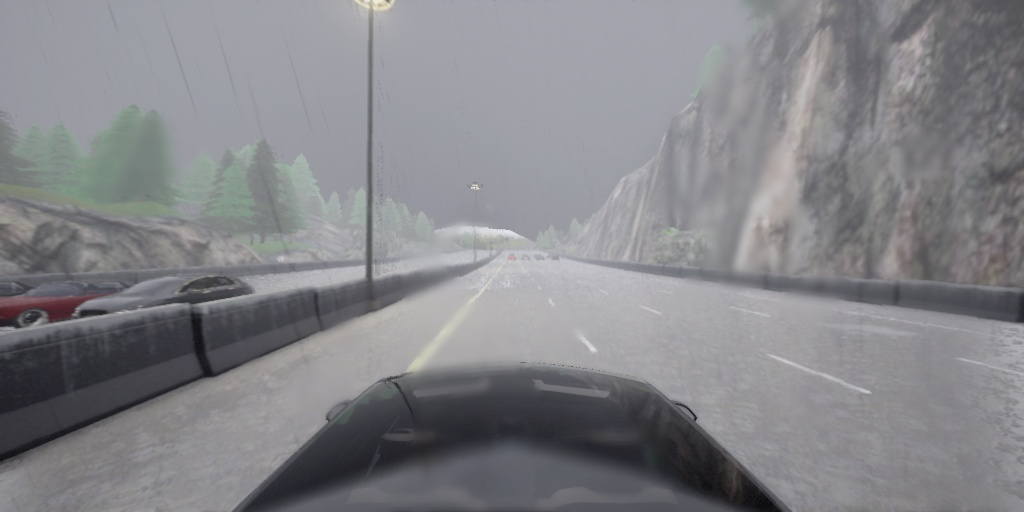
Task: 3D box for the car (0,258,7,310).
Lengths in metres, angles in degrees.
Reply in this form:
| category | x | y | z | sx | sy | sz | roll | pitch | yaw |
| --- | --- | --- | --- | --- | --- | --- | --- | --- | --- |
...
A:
| category | x | y | z | sx | sy | sz | roll | pitch | yaw |
| --- | --- | --- | --- | --- | --- | --- | --- | --- | --- |
| car | -20.998 | 1.086 | 11.349 | 2.150 | 2.045 | 5.566 | 0 | 0 | 0 |

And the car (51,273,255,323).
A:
| category | x | y | z | sx | sy | sz | roll | pitch | yaw |
| --- | --- | --- | --- | --- | --- | --- | --- | --- | --- |
| car | -10.498 | 1.340 | 11.377 | 1.837 | 1.490 | 4.892 | 0 | 0 | 0 |

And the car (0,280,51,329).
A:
| category | x | y | z | sx | sy | sz | roll | pitch | yaw |
| --- | --- | --- | --- | --- | --- | --- | --- | --- | --- |
| car | -13.998 | 1.446 | 11.346 | 1.895 | 1.301 | 4.718 | 0 | 0 | 0 |
